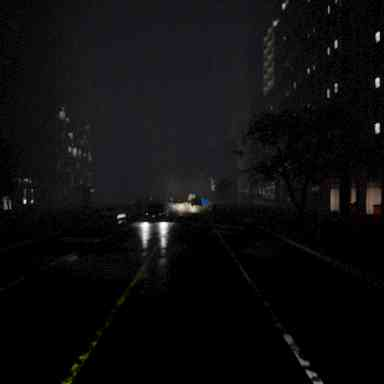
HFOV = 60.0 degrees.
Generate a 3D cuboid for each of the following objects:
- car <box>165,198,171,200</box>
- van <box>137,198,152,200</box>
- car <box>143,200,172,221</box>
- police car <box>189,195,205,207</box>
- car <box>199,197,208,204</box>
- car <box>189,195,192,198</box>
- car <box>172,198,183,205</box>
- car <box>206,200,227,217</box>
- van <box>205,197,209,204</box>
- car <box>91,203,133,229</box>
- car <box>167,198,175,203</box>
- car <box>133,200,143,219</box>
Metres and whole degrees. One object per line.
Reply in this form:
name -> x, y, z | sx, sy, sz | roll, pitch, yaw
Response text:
car -> -5.687, 2.025, 62.570 | 2.008, 1.369, 4.403 | -1, 0, 0
van -> -5.696, 1.635, 40.071 | 1.690, 1.788, 3.998 | -1, 0, 0
car -> -3.090, 1.714, 29.097 | 1.837, 1.490, 4.892 | 0, 0, 0
police car -> 0.914, 1.881, 60.429 | 1.930, 1.638, 5.238 | 0, 0, 0
car -> 2.694, 2.056, 79.443 | 1.967, 1.590, 4.097 | -1, 0, 0
car -> 0.905, 1.890, 70.293 | 2.097, 1.767, 4.553 | 0, 0, 0
car -> -2.984, 2.036, 71.451 | 1.837, 1.490, 4.892 | 0, 0, 0
car -> 2.687, 1.832, 34.444 | 1.802, 1.307, 4.206 | -1, 0, 0
van -> 2.690, 1.861, 68.195 | 1.690, 1.788, 3.998 | -1, 0, 0
car -> -5.696, 1.716, 23.195 | 2.008, 1.369, 4.403 | -1, 0, 0
car -> -5.681, 2.264, 90.693 | 2.008, 1.369, 4.403 | -1, 0, 0
car -> -5.695, 1.732, 28.651 | 1.752, 1.417, 4.829 | -1, 0, 0
